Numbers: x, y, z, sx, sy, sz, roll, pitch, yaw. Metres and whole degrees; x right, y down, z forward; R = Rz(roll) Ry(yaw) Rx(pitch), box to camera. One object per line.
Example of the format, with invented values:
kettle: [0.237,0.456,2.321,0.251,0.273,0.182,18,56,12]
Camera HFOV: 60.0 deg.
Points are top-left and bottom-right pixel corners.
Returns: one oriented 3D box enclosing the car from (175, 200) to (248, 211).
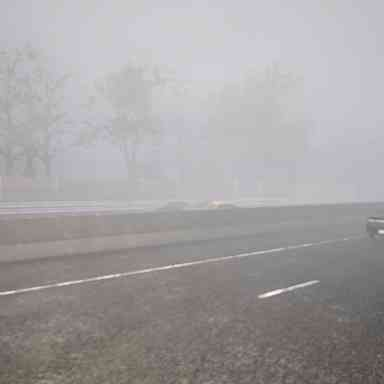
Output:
car: [1.623,1.403,22.345,5.008,1.535,1.882,0,0,-35]

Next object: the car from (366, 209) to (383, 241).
car: [9.758,1.407,15.005,4.902,1.511,2.128,0,0,-35]

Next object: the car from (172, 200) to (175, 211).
car: [1.208,1.422,26.346,4.892,1.490,1.837,0,0,-35]

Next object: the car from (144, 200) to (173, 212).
car: [-1.875,1.448,28.447,4.674,1.442,1.812,0,0,-35]
